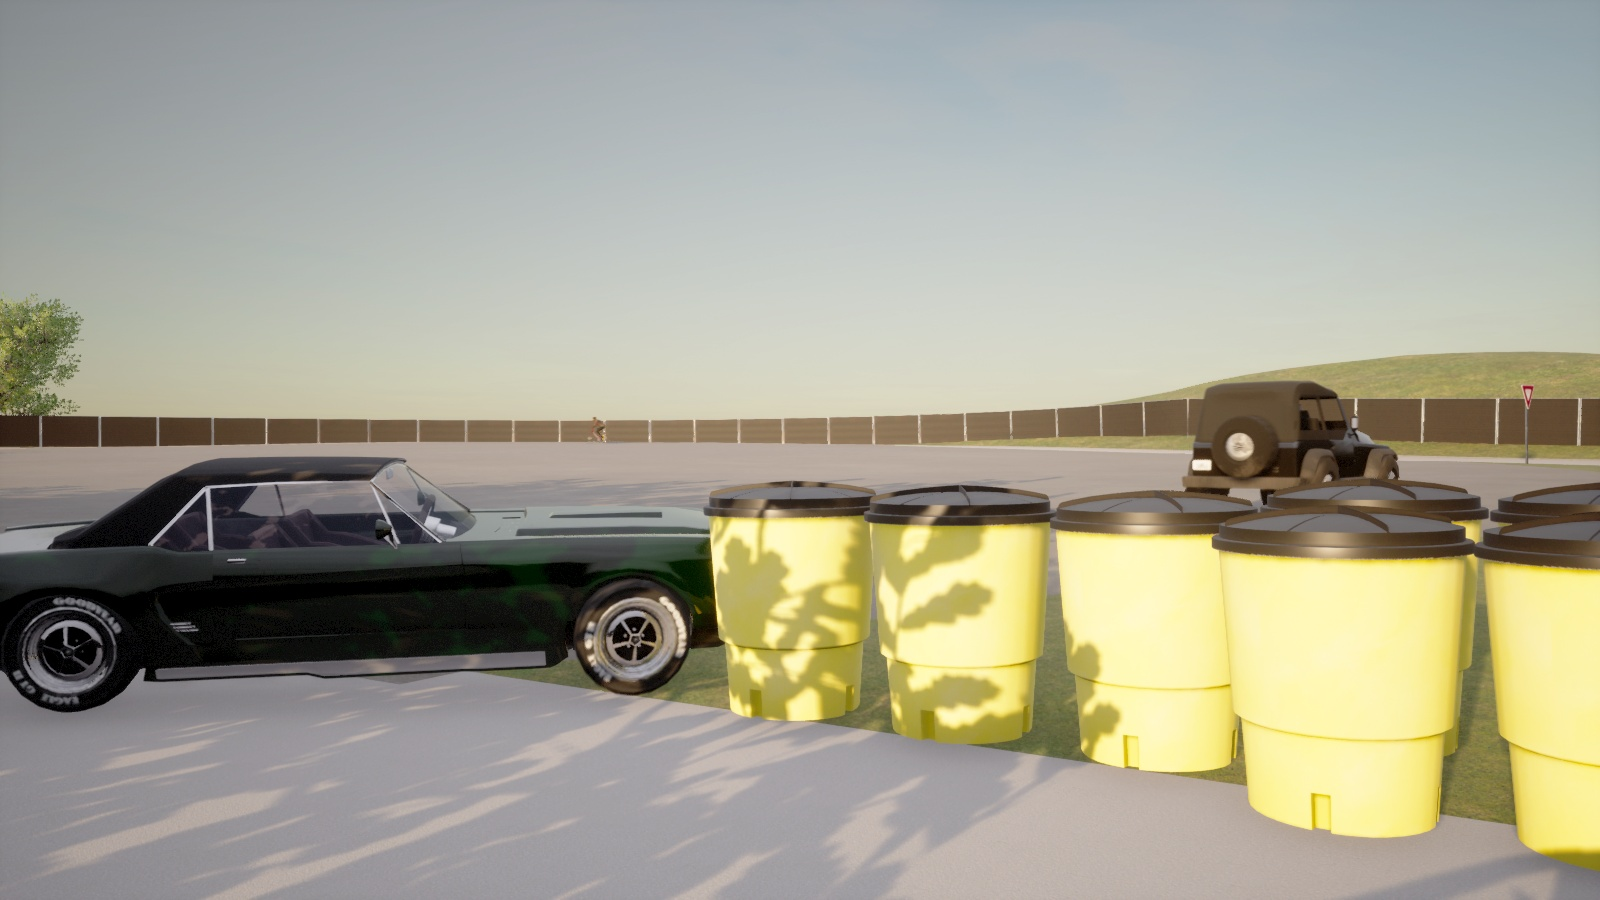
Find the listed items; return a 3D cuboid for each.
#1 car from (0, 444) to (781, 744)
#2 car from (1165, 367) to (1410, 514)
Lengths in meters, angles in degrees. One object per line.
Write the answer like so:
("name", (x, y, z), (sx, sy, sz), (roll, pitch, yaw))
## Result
("car", (-2.612, 0.739, 7.592), (4.718, 1.301, 1.895), (-2, 3, -10))
("car", (7.111, -0.149, 18.135), (1.905, 1.878, 3.866), (-1, 1, 44))
